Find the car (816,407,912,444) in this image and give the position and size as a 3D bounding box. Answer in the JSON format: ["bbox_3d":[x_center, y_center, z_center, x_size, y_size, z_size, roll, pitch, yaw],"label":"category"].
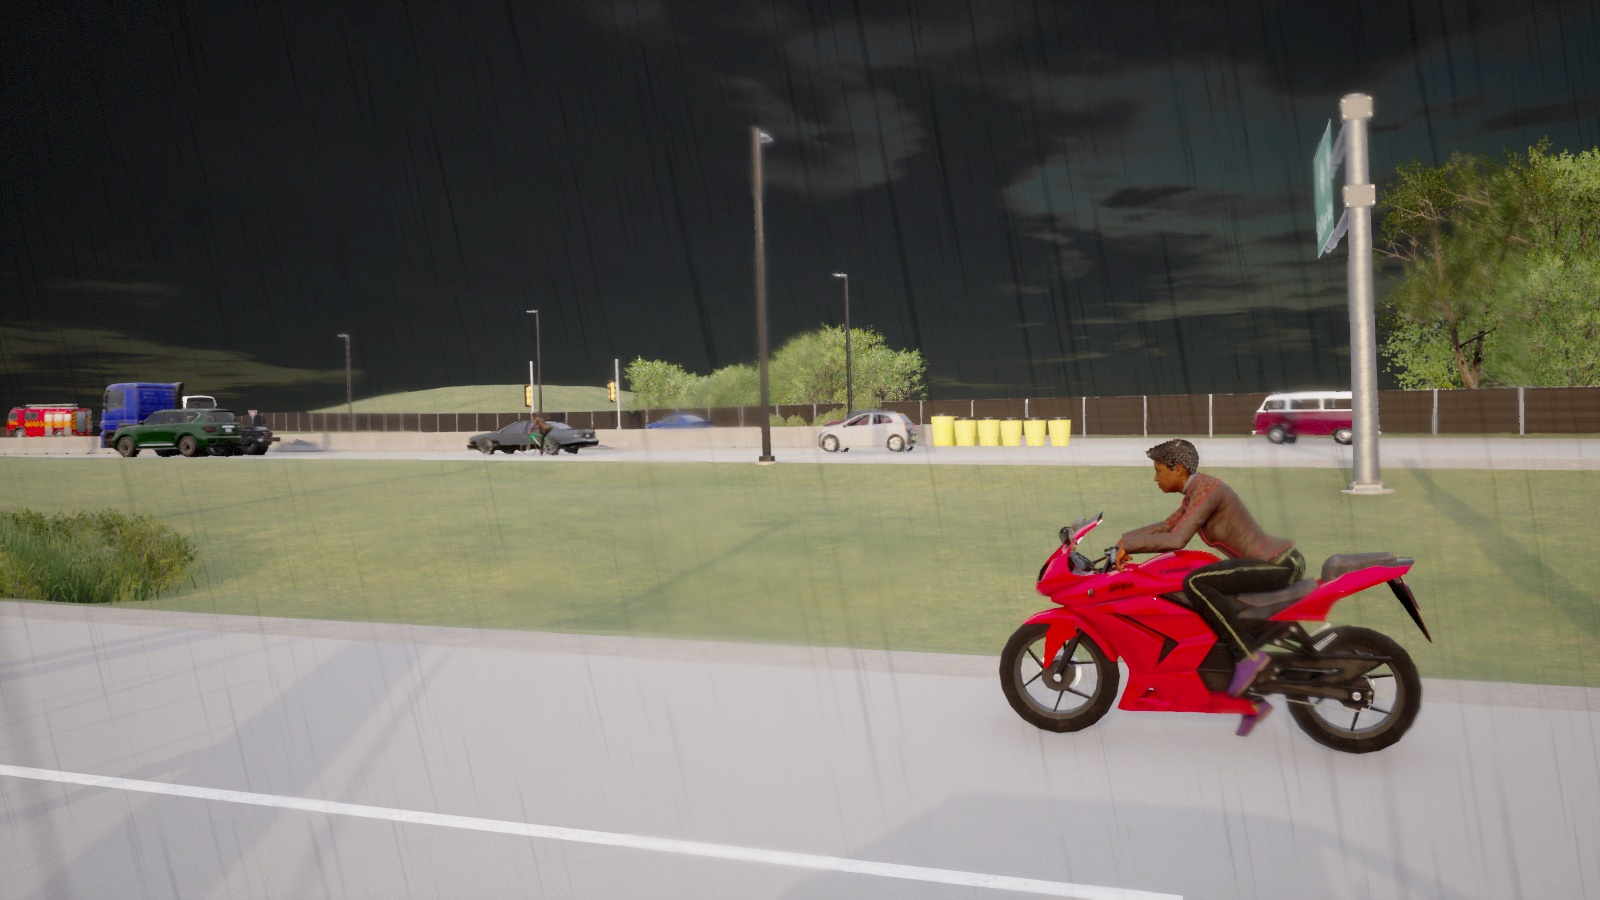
[{"bbox_3d":[3.187,-1.245,63.269,4.553,1.767,2.097,1,2,43],"label":"car"}]

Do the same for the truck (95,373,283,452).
[{"bbox_3d":[-27.818,-1.653,57.193,7.936,3.462,2.891,0,1,19],"label":"truck"}]

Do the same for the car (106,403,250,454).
[{"bbox_3d":[-26.232,-0.897,52.944,5.566,2.045,2.150,0,1,19],"label":"car"}]

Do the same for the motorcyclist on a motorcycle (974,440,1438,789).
[{"bbox_3d":[1.955,0.718,6.226,2.044,1.523,0.797,0,1,19],"label":"motorcyclist on a motorcycle"}]

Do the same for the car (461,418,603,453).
[{"bbox_3d":[-10.952,-0.588,51.325,5.357,1.411,2.033,0,1,19],"label":"car"}]

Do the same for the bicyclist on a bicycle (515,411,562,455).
[{"bbox_3d":[-9.842,-0.629,47.231,1.656,1.620,0.582,0,1,19],"label":"bicyclist on a bicycle"}]

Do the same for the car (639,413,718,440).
[{"bbox_3d":[-7.137,-1.378,73.604,1.882,1.535,5.008,-2,2,-44],"label":"car"}]

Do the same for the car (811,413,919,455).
[{"bbox_3d":[2.427,-0.599,46.659,3.633,1.501,1.845,0,1,19],"label":"car"}]

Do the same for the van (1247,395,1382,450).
[{"bbox_3d":[19.997,-1.062,48.900,4.480,2.038,2.069,1,2,38],"label":"van"}]
